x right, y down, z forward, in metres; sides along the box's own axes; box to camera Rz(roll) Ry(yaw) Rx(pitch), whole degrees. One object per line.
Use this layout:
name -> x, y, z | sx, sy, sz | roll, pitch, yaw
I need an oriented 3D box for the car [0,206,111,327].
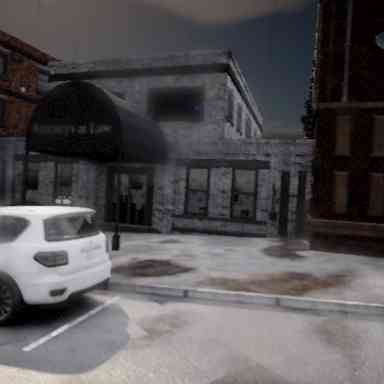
car -> -4.495, 1.334, 7.208 | 5.566, 2.045, 2.435 | 0, -1, 18
